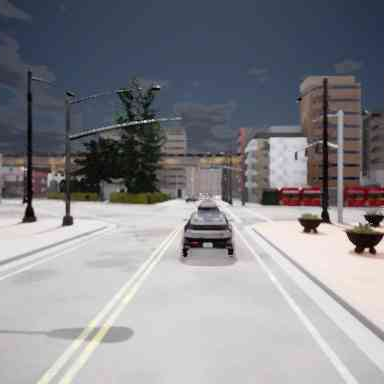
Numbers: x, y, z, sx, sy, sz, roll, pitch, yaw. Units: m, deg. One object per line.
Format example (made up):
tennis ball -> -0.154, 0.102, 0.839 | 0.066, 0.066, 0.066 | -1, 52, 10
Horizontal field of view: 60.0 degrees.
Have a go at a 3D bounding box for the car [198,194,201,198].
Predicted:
car -> 0.489, 1.373, 84.798 | 2.097, 1.767, 4.553 | 0, 0, 3

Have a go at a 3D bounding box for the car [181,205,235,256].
car -> 0.641, 1.496, 13.108 | 2.128, 1.511, 4.902 | 0, 0, 3

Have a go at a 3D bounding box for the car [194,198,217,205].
car -> 1.388, 1.543, 28.677 | 1.837, 1.490, 4.892 | 0, 0, 3

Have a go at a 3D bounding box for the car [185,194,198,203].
car -> -0.256, 1.570, 69.194 | 1.994, 1.385, 4.181 | 0, 0, 3
